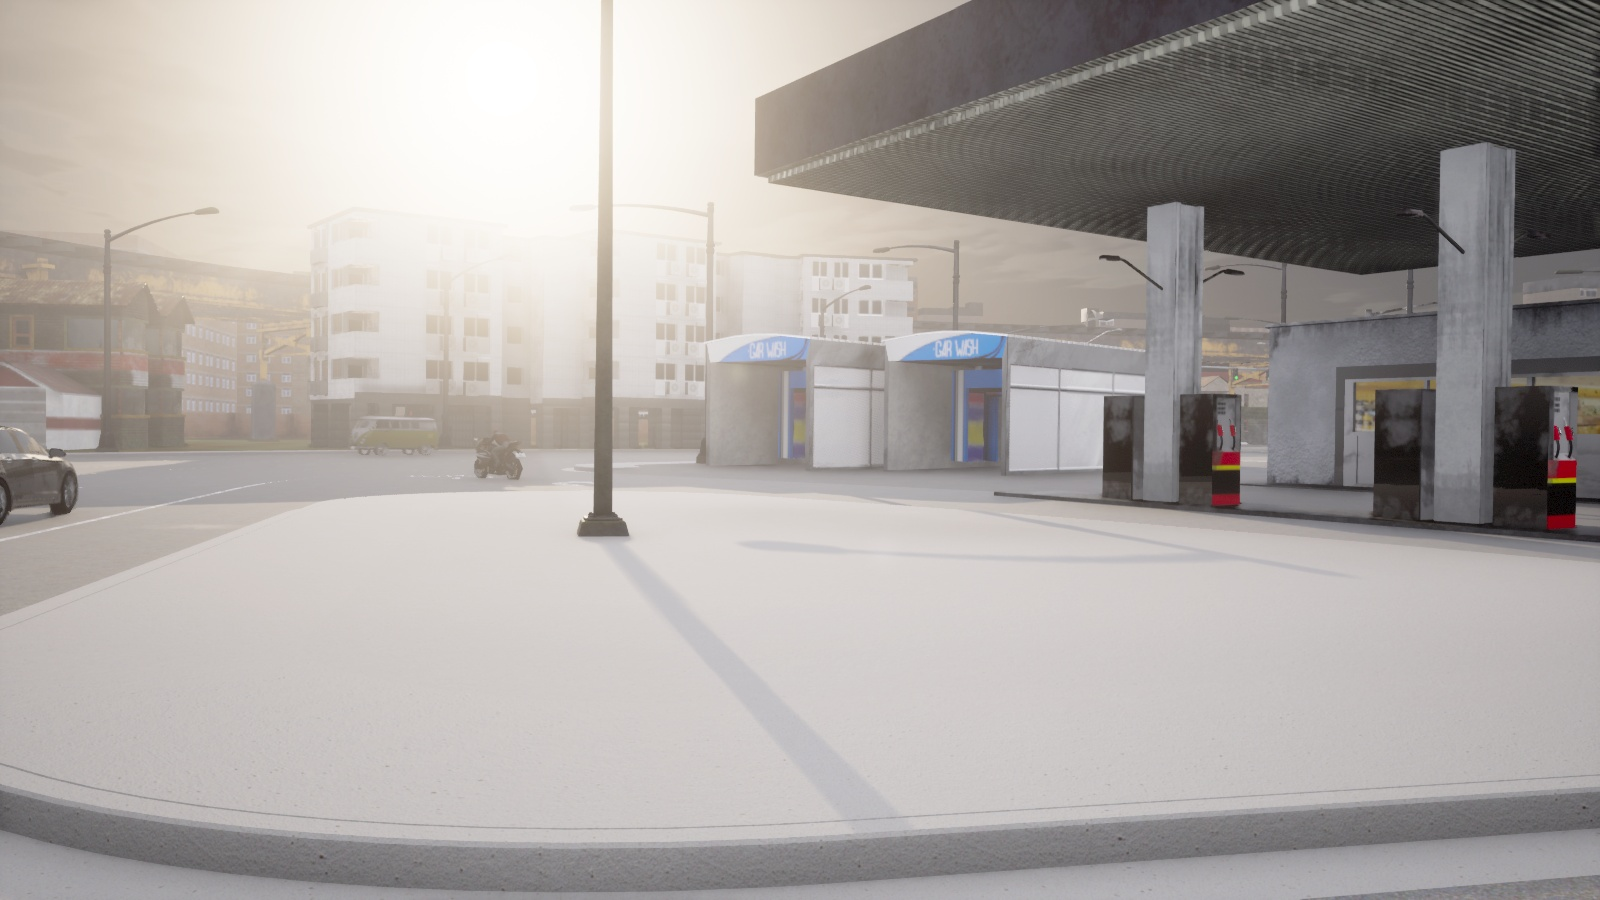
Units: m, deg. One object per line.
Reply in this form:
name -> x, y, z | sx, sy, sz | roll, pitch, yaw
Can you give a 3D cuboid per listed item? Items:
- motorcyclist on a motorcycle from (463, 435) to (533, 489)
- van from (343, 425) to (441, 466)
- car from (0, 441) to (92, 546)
motorcyclist on a motorcycle -> -8.845, 0.331, 36.730 | 2.191, 1.530, 0.866 | 1, 2, 40
van -> -20.493, -0.255, 63.252 | 1.775, 1.987, 4.442 | 0, 1, 39
car -> -12.765, 0.626, 19.377 | 1.837, 1.490, 4.892 | -1, 1, -13
